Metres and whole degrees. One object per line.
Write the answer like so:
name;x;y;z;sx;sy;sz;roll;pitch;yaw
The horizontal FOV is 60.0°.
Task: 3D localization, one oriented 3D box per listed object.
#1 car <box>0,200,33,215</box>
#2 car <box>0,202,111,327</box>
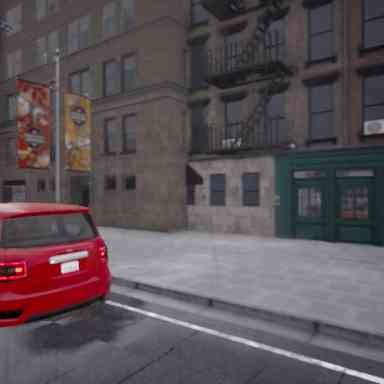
car;-18.142;1.511;32.623;1.802;1.307;4.206;0;0;35
car;-4.020;1.214;6.554;5.566;2.045;2.150;0;0;35
